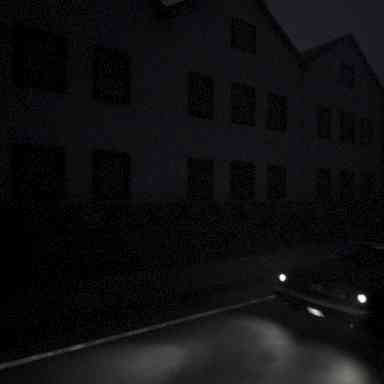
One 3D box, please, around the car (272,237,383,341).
[{"bbox_3d":[3.803,1.644,6.658,4.718,1.301,1.895,0,0,-35],"label":"car"}]
